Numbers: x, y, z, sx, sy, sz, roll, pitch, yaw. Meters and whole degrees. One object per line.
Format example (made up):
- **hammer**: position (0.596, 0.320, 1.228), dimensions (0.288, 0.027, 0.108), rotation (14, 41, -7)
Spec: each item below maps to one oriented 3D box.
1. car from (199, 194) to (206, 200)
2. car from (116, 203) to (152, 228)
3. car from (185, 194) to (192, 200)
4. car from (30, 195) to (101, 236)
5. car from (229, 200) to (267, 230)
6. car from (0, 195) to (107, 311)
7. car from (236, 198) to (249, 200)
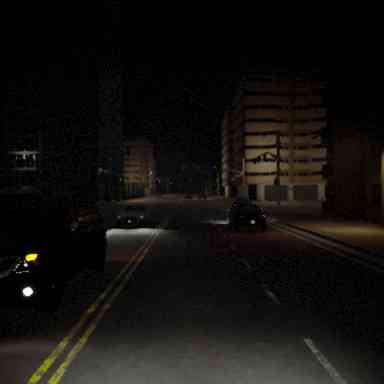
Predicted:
- **car**: position (2.637, 1.116, 84.411), dimensions (1.812, 1.442, 4.674), rotation (-1, 0, -1)
- **car**: position (-3.761, 1.489, 22.263), dimensions (1.812, 1.442, 4.674), rotation (-1, 0, 0)
- **car**: position (-0.862, 1.150, 84.375), dimensions (2.128, 1.511, 4.902), rotation (-1, 0, -1)
- **car**: position (-7.253, 1.229, 19.902), dimensions (2.150, 2.045, 5.566), rotation (-1, 0, 0)
- **car**: position (3.342, 1.430, 20.372), dimensions (1.812, 1.442, 4.674), rotation (-1, 0, 1)
- **car**: position (-3.665, 1.228, 8.093), dimensions (2.150, 2.045, 5.566), rotation (-1, 0, 0)
- **car**: position (5.361, 1.365, 35.178), dimensions (1.812, 1.442, 4.674), rotation (-1, 0, 12)
